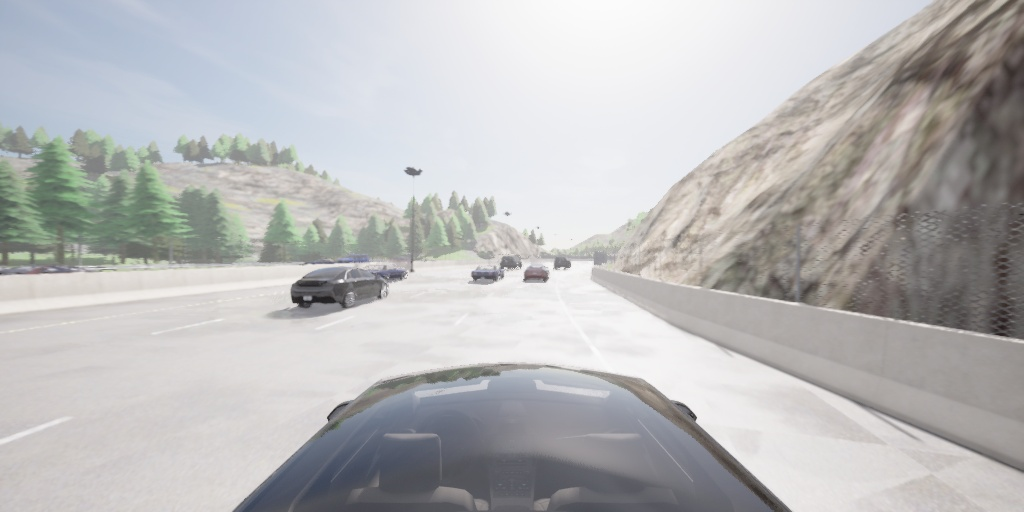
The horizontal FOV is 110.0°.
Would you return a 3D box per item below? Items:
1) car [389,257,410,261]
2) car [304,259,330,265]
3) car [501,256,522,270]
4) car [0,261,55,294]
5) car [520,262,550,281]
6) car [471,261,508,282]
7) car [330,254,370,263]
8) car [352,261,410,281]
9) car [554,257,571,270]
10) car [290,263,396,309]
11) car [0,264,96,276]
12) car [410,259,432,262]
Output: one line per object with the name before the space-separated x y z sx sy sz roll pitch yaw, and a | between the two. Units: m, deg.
car | -17.605 0.921 55.898 2.097 1.767 4.553 1 0 15
car | -26.324 1.040 49.712 1.895 1.301 4.718 1 0 13
car | -0.034 1.031 54.461 2.150 2.045 5.566 0 0 17
car | -24.171 0.978 15.419 2.033 1.411 5.357 1 0 4
car | 2.210 1.378 31.149 1.994 1.385 4.181 1 0 10
car | -1.833 1.357 29.094 1.895 1.301 4.718 1 0 9
car | -22.475 0.724 50.852 2.150 2.045 5.566 1 0 13
car | -9.307 1.249 25.811 1.895 1.301 4.718 1 0 8
car | 8.149 1.149 57.656 2.150 2.045 5.566 0 0 17
car | -6.676 1.177 14.443 1.837 1.490 4.892 0 0 4
car | -20.629 1.043 15.603 1.994 1.385 4.181 1 0 4
car | -13.743 1.194 56.818 1.994 1.385 4.181 1 0 16
